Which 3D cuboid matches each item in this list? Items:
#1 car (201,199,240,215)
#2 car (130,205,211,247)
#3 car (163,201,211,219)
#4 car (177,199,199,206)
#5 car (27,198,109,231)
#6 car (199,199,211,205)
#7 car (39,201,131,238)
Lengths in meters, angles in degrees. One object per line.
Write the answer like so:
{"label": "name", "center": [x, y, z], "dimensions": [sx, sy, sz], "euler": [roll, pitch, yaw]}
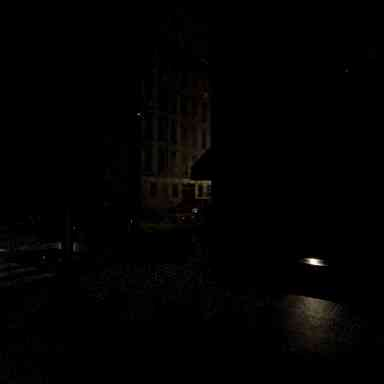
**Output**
{"label": "car", "center": [2.945, 1.493, 33.554], "dimensions": [1.887, 1.381, 4.507], "euler": [0, 0, 36]}
{"label": "car", "center": [-0.337, 1.530, 15.158], "dimensions": [1.752, 1.417, 4.829], "euler": [0, 0, 36]}
{"label": "car", "center": [-0.357, 1.521, 28.934], "dimensions": [1.947, 1.339, 4.313], "euler": [0, 0, 36]}
{"label": "car", "center": [0.649, 1.321, 25.970], "dimensions": [2.097, 1.767, 4.553], "euler": [0, 0, 35]}
{"label": "car", "center": [-6.959, 1.282, 19.693], "dimensions": [2.192, 1.841, 5.009], "euler": [0, 0, 36]}
{"label": "car", "center": [2.868, 1.314, 19.639], "dimensions": [2.192, 1.841, 5.009], "euler": [0, 0, 36]}
{"label": "car", "center": [-5.187, 1.457, 17.802], "dimensions": [1.882, 1.535, 5.008], "euler": [0, 0, 34]}
